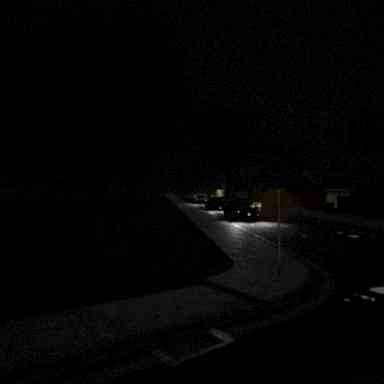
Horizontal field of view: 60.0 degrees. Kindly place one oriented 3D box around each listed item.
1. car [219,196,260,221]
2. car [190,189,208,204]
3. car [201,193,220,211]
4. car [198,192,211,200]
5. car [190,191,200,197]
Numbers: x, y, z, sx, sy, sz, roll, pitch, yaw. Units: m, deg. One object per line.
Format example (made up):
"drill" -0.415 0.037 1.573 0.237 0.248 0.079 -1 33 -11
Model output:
"car" 3.623 1.252 24.996 1.837 1.490 4.892 -1 1 -6
"car" 1.078 0.629 49.847 2.150 2.045 5.566 -1 1 -6
"car" 2.551 1.154 35.413 2.033 1.411 5.357 -1 1 -6
"car" 2.330 0.745 65.309 1.895 1.301 4.718 -1 1 -6
"car" 0.691 0.400 81.180 1.812 1.442 4.674 -1 1 -6
